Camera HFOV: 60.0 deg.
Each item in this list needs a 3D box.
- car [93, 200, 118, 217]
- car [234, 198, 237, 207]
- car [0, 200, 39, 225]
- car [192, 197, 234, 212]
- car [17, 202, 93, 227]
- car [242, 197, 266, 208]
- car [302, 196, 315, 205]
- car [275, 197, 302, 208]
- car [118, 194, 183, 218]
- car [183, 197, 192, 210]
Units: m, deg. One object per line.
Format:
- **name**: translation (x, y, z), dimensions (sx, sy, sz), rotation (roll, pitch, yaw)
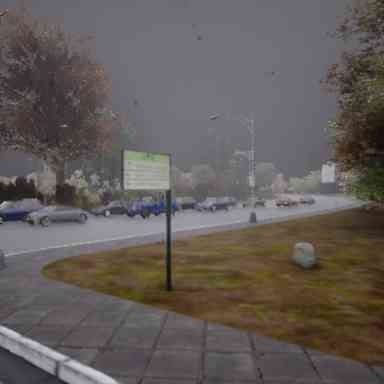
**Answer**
- **car**: translation (-7.345, 1.540, 31.546), dimensions (1.837, 1.490, 4.892), rotation (0, 0, 39)
- **car**: translation (4.693, 1.462, 47.084), dimensions (1.837, 1.490, 4.892), rotation (0, 0, 37)
- **car**: translation (-13.056, 1.394, 24.404), dimensions (2.097, 1.767, 4.553), rotation (0, 0, 39)
- **car**: translation (2.457, 1.347, 38.360), dimensions (2.097, 1.767, 4.553), rotation (0, 0, 37)
- **car**: translation (-9.484, 1.600, 23.263), dimensions (1.994, 1.385, 4.181), rotation (0, 0, 39)
- **car**: translation (8.722, 1.443, 46.634), dimensions (1.837, 1.490, 4.892), rotation (0, 0, 36)
- **car**: translation (19.163, 1.389, 55.518), dimensions (2.033, 1.411, 5.357), rotation (0, 0, 31)
- **car**: translation (13.472, 1.512, 47.068), dimensions (1.895, 1.301, 4.718), rotation (0, 0, 35)
- **car**: translation (-3.647, 1.247, 30.566), dimensions (2.150, 2.045, 5.566), rotation (0, 0, 39)
- **car**: translation (-1.353, 1.360, 39.158), dimensions (2.097, 1.767, 4.553), rotation (0, 0, 38)
